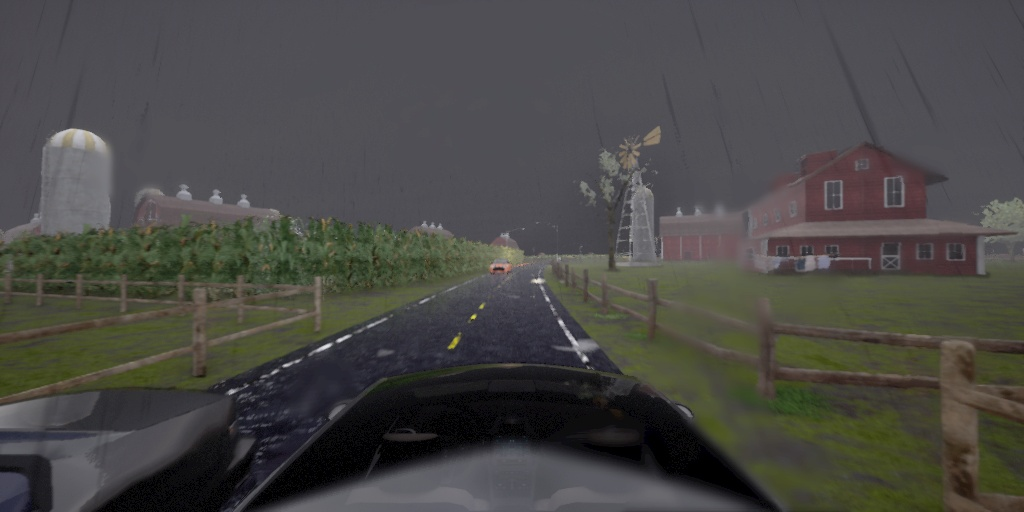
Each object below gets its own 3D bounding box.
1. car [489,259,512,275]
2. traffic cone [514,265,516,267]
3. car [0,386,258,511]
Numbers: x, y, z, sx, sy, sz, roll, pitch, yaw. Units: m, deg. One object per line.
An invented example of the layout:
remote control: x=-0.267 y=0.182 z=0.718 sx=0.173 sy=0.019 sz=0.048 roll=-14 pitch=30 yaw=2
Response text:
car: x=-1.202 y=1.093 z=39.759 sx=2.097 sy=1.767 sz=4.553 roll=0 pitch=0 yaw=5
traffic cone: x=0.515 y=1.693 z=65.068 sx=0.340 sy=0.580 sz=0.340 roll=0 pitch=0 yaw=8
car: x=-2.820 y=1.293 z=0.249 sx=2.033 sy=1.411 sz=5.357 roll=0 pitch=0 yaw=0
